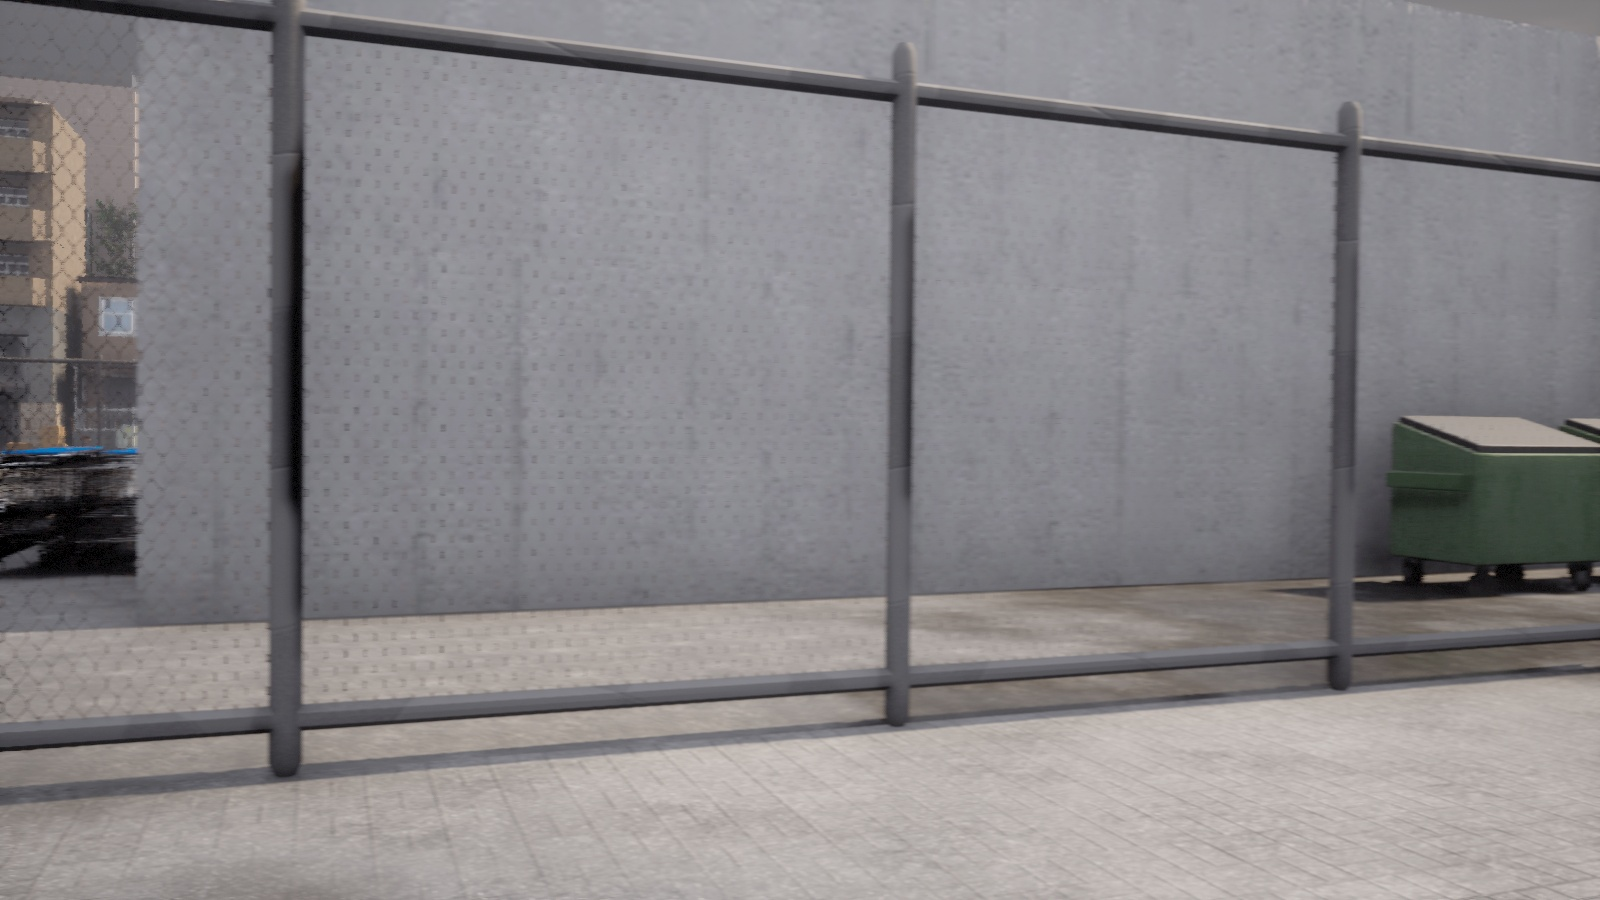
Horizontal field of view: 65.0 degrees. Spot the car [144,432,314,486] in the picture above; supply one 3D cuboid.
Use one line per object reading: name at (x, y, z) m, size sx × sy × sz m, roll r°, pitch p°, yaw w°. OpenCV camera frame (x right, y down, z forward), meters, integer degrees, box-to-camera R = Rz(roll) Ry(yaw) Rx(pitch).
car at (-18.517, 0.262, 40.973) m, size 4.856 × 1.649 × 2.033 m, roll -1°, pitch 1°, yaw -19°
